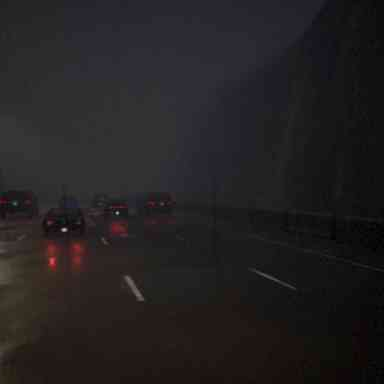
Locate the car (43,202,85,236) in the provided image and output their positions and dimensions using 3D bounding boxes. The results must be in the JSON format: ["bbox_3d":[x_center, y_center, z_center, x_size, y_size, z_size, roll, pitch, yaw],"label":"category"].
[{"bbox_3d":[-6.756,1.451,17.697,1.895,1.301,4.718,0,1,-20],"label":"car"}]

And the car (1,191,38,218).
[{"bbox_3d":[-13.783,0.912,26.785,2.150,2.045,5.566,0,1,-20],"label":"car"}]

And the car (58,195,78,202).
[{"bbox_3d":[-12.806,1.070,34.338,1.882,1.535,5.008,0,1,-20],"label":"car"}]

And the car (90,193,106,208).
[{"bbox_3d":[-11.031,0.875,39.699,2.097,1.767,4.553,0,1,-20],"label":"car"}]

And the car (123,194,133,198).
[{"bbox_3d":[-8.131,0.994,41.963,1.882,1.535,5.008,0,1,-20],"label":"car"}]

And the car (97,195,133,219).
[{"bbox_3d":[-6.303,1.264,26.695,1.837,1.490,4.892,0,1,-20],"label":"car"}]

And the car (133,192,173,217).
[{"bbox_3d":[-3.257,0.985,28.562,2.150,2.045,5.566,0,1,-20],"label":"car"}]
